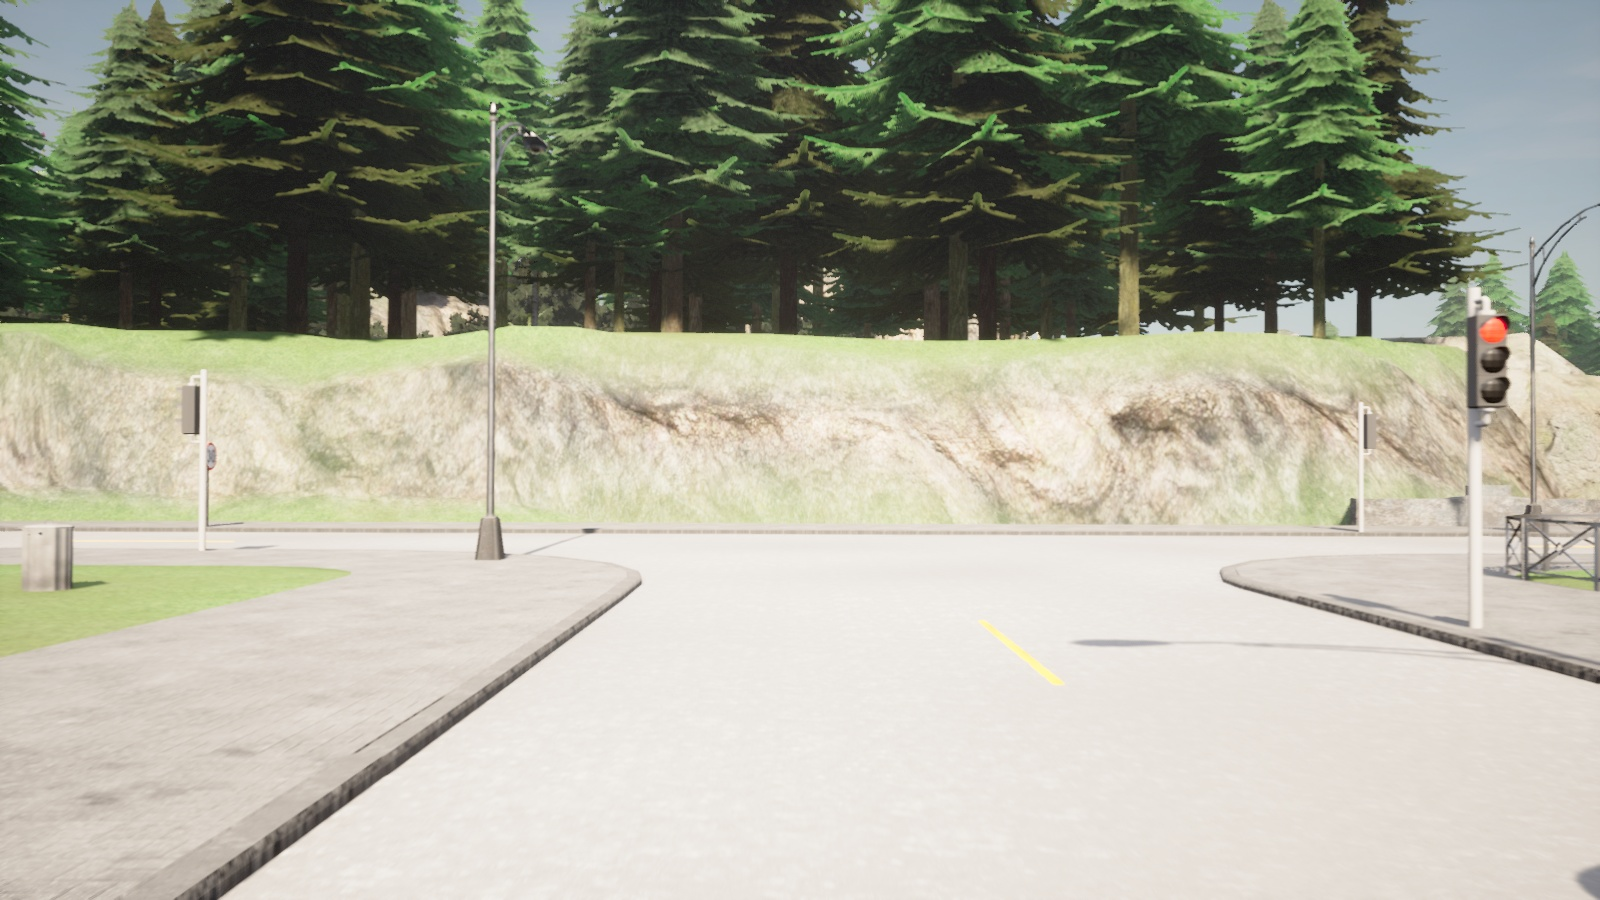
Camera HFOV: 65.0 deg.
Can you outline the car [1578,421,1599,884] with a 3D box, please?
[{"bbox_3d":[3.995,0.680,2.317,2.242,1.667,4.611,0,-1,0],"label":"car"}]
